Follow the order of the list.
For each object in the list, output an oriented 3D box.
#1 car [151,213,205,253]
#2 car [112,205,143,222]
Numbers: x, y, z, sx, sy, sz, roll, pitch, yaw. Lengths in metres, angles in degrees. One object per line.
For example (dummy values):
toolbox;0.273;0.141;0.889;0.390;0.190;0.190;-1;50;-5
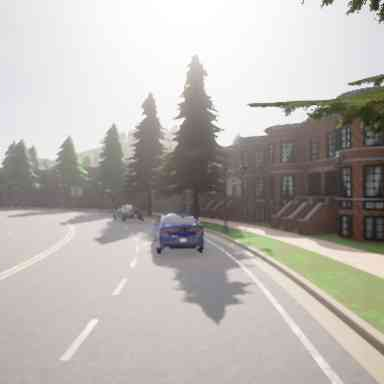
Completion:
car;-0.726;1.642;14.737;1.882;1.535;5.008;0;0;-9
car;-5.837;1.861;30.187;1.812;1.442;4.674;0;-1;-28
